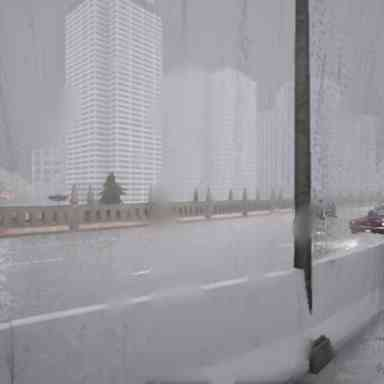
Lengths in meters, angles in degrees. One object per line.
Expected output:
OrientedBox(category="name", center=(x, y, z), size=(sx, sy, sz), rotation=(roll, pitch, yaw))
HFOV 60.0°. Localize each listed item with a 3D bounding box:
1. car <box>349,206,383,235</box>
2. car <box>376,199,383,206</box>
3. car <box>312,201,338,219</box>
OrientedBox(category="car", center=(10.307, 1.656, 18.264), size=(1.895, 1.301, 4.718), rotation=(0, 0, 43))
OrientedBox(category="car", center=(20.747, 1.453, 34.827), size=(2.097, 1.767, 4.553), rotation=(0, 0, 43))
OrientedBox(category="car", center=(11.546, 1.603, 29.946), size=(1.837, 1.490, 4.892), rotation=(0, 0, 42))
